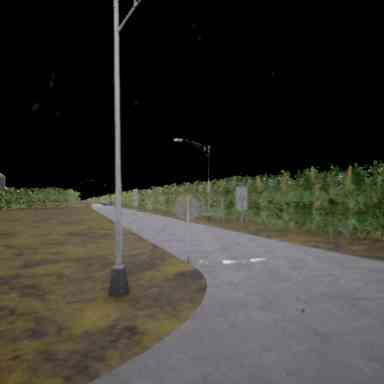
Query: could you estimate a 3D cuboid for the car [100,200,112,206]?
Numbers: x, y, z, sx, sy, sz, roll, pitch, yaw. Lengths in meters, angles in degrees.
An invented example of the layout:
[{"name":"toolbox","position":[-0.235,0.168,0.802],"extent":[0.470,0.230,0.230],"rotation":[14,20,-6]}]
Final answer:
[{"name":"car","position":[-21.836,2.966,86.324],"extent":[2.128,1.511,4.902],"rotation":[1,-1,-20]}]
